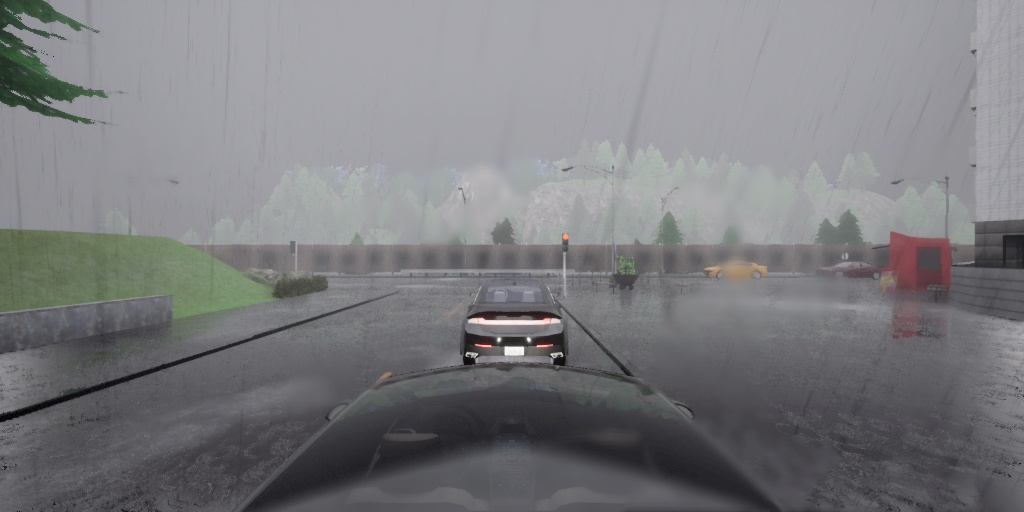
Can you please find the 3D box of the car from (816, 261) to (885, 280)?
[{"bbox_3d":[29.394,1.228,31.211,5.008,1.535,1.882,0,0,0],"label":"car"}]

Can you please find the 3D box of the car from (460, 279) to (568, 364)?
[{"bbox_3d":[0.052,1.241,7.907,2.128,1.511,4.902,0,0,0],"label":"car"}]

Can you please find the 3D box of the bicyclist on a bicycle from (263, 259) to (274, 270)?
[{"bbox_3d":[-24.032,1.099,35.380,0.582,1.620,1.656,0,0,0],"label":"bicyclist on a bicycle"}]

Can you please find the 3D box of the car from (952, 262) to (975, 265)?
[{"bbox_3d":[39.795,1.255,31.194,4.892,1.490,1.837,0,0,0],"label":"car"}]

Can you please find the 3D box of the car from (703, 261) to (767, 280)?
[{"bbox_3d":[19.346,1.228,31.208,5.008,1.535,1.882,0,0,0],"label":"car"}]
